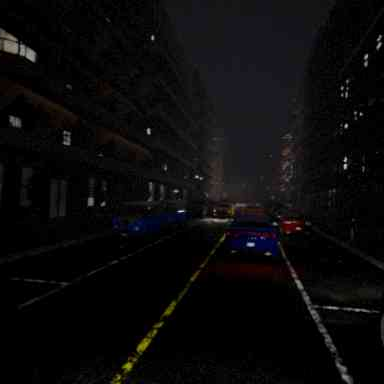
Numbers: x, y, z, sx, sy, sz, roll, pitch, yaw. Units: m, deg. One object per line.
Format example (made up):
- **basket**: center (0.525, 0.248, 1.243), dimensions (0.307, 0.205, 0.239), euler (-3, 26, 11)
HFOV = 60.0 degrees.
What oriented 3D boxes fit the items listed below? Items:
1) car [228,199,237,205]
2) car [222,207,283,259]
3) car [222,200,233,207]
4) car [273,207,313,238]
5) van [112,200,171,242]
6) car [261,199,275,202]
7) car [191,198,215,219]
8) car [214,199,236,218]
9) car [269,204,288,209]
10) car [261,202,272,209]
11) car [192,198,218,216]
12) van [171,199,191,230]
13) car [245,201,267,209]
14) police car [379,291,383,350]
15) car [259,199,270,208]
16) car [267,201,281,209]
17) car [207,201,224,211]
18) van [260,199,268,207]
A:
- **car**: center (10.654, 2.671, 87.089), dimensions (1.802, 1.307, 4.206), euler (3, 0, 11)
- **car**: center (2.442, 1.646, 13.624), dimensions (1.882, 1.535, 5.008), euler (2, 0, 11)
- **car**: center (7.615, 2.359, 70.779), dimensions (1.887, 1.381, 4.507), euler (3, 0, 11)
- **car**: center (6.219, 1.891, 20.345), dimensions (1.887, 1.381, 4.507), euler (3, 0, 11)
- **van**: center (-2.513, 1.356, 16.417), dimensions (1.690, 1.788, 3.998), euler (3, 0, 11)
- **car**: center (10.256, 1.966, 42.098), dimensions (2.192, 1.841, 5.009), euler (3, 0, 11)
- **car**: center (0.531, 1.554, 32.727), dimensions (2.192, 1.841, 5.009), euler (3, 0, 11)
- **car**: center (3.297, 1.823, 34.099), dimensions (1.882, 1.535, 5.008), euler (2, -1, 11)
- **car**: center (7.234, 1.965, 25.781), dimensions (1.887, 1.381, 4.507), euler (3, 0, 11)
- **car**: center (14.298, 2.564, 63.846), dimensions (1.802, 1.307, 4.206), euler (3, 0, 11)
- **car**: center (1.545, 1.631, 38.162), dimensions (2.192, 1.841, 5.009), euler (3, 0, 11)
- **van**: center (-1.500, 1.430, 21.855), dimensions (1.690, 1.788, 3.998), euler (3, 0, 11)
- **car**: center (5.584, 1.875, 30.459), dimensions (1.882, 1.535, 5.008), euler (2, 0, 11)
- **police car**: center (3.437, 1.562, 3.105), dimensions (1.930, 1.638, 5.238), euler (2, 0, 11)
- **car**: center (16.340, 2.476, 74.721), dimensions (2.192, 1.841, 5.009), euler (3, 0, 11)
- **car**: center (8.262, 1.937, 31.217), dimensions (1.967, 1.590, 4.097), euler (3, 0, 11)
- **car**: center (3.559, 2.040, 49.035), dimensions (1.947, 1.339, 4.313), euler (3, 0, 11)
- **van**: center (17.352, 2.594, 80.158), dimensions (1.690, 1.788, 3.998), euler (3, 0, 11)
